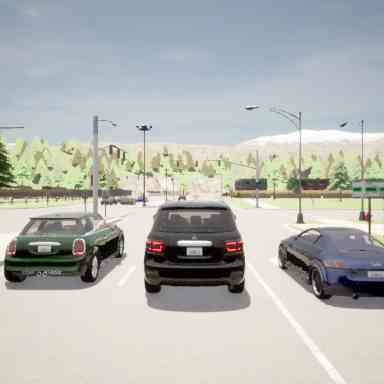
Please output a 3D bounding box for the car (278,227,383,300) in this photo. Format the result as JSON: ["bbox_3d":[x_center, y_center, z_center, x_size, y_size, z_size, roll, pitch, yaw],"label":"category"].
[{"bbox_3d":[3.572,1.564,8.444,1.994,1.385,4.181,0,0,0],"label":"car"}]

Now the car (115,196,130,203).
[{"bbox_3d":[-14.188,1.540,68.210,2.033,1.411,5.357,0,0,1],"label":"car"}]

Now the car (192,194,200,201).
[{"bbox_3d":[1.060,1.311,83.335,1.882,1.535,5.008,0,0,1],"label":"car"}]

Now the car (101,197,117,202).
[{"bbox_3d":[-14.430,1.547,58.154,2.033,1.411,5.357,0,0,1],"label":"car"}]

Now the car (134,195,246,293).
[{"bbox_3d":[0.069,1.221,8.988,2.150,2.045,5.566,0,0,0],"label":"car"}]

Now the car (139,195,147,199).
[{"bbox_3d":[-10.653,1.477,70.350,1.882,1.535,5.008,0,0,1],"label":"car"}]

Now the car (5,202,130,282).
[{"bbox_3d":[-3.424,1.352,9.881,2.097,1.767,4.553,0,0,0],"label":"car"}]

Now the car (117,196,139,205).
[{"bbox_3d":[-10.948,1.564,57.277,1.994,1.385,4.181,0,0,1],"label":"car"}]
